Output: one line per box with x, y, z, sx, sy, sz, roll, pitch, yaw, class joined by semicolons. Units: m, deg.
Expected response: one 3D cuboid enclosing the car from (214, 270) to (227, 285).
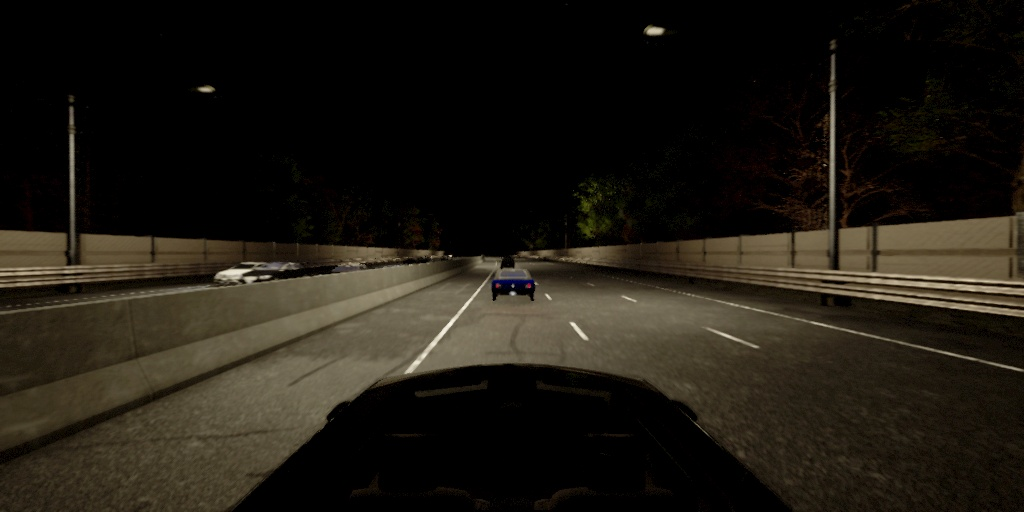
-17.729;1.141;24.397;1.812;1.442;4.674;0;0;-1;car

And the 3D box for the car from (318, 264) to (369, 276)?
-10.726;1.218;23.538;1.895;1.301;4.718;0;0;-1;car

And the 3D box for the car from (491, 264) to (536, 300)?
0.033;1.253;17.015;1.895;1.301;4.718;0;0;0;car

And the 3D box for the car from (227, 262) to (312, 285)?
-14.207;1.122;21.807;2.128;1.511;4.902;0;0;-1;car

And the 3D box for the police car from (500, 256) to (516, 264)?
-0.545;0.875;48.912;1.930;1.638;5.238;0;1;-1;police car
